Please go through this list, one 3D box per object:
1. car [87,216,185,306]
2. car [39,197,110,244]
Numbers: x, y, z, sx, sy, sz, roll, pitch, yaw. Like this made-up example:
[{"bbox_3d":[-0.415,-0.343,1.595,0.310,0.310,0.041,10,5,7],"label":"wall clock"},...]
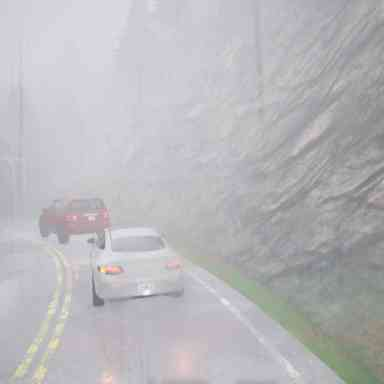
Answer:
[{"bbox_3d":[-1.498,1.528,8.078,1.812,1.442,4.674,-1,0,-17],"label":"car"},{"bbox_3d":[-6.015,1.290,16.709,2.150,2.045,5.566,-3,1,-37],"label":"car"}]
